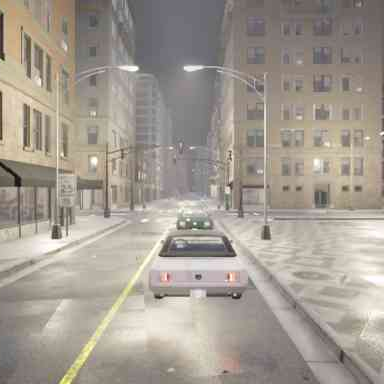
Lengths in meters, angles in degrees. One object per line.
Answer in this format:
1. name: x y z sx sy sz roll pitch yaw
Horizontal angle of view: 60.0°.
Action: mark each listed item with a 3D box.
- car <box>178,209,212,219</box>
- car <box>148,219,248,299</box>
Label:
1. car: 0.146 1.600 18.625 1.895 1.301 4.718 0 0 0
2. car: 0.121 1.600 8.390 1.895 1.301 4.718 0 0 0
